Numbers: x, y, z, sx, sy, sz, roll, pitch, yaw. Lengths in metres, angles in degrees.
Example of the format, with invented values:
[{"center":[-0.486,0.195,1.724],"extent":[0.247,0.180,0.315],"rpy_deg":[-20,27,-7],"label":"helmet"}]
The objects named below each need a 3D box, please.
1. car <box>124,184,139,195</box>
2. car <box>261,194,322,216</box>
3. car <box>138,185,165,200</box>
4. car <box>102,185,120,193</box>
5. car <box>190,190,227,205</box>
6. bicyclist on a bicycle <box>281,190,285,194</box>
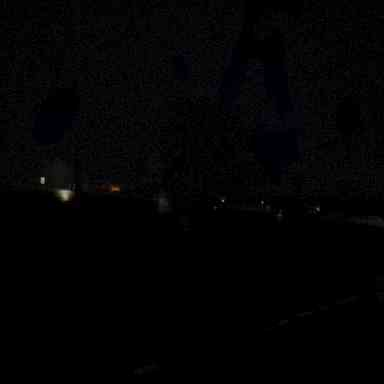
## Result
[{"center":[-9.470,-0.449,54.859],"extent":[2.097,1.767,4.553],"rpy_deg":[0,2,-35],"label":"car"},{"center":[7.622,0.900,25.762],"extent":[2.128,1.511,4.902],"rpy_deg":[0,2,-35],"label":"car"},{"center":[-4.533,0.188,42.850],"extent":[2.033,1.411,5.357],"rpy_deg":[0,2,-35],"label":"car"},{"center":[-15.404,-0.662,63.186],"extent":[1.882,1.535,5.008],"rpy_deg":[0,2,-36],"label":"car"},{"center":[1.587,0.513,34.241],"extent":[2.128,1.511,4.902],"rpy_deg":[0,2,-35],"label":"car"},{"center":[9.210,0.666,33.852],"extent":[1.656,1.620,0.582],"rpy_deg":[0,2,-35],"label":"bicyclist on a bicycle"}]
